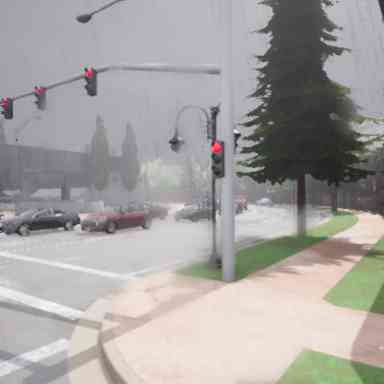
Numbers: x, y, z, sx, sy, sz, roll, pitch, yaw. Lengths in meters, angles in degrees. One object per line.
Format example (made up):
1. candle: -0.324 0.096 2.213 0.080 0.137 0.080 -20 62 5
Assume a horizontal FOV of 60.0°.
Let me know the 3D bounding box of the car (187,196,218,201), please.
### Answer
1. car: 0.797 1.490 37.270 2.150 2.045 5.566 -1 0 19

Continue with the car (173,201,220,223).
1. car: 0.270 1.733 28.318 1.812 1.442 4.674 -1 0 31

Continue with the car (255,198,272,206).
1. car: 12.973 1.838 60.246 1.812 1.442 4.674 -1 0 -10

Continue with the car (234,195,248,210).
1. car: 6.654 1.506 47.607 2.150 2.045 5.566 -1 0 4

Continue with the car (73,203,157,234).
1. car: -4.653 1.556 20.808 2.097 1.767 4.553 -1 -1 34

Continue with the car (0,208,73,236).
1. car: -9.231 1.740 20.339 2.128 1.511 4.902 -1 -1 35

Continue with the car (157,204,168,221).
1. car: -3.961 1.743 28.124 2.128 1.511 4.902 -1 -1 31

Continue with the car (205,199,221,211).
1. car: 3.086 1.811 47.258 2.128 1.511 4.902 -1 0 6

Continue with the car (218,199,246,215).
1. car: 4.440 1.795 37.325 1.994 1.385 4.181 -1 0 18
